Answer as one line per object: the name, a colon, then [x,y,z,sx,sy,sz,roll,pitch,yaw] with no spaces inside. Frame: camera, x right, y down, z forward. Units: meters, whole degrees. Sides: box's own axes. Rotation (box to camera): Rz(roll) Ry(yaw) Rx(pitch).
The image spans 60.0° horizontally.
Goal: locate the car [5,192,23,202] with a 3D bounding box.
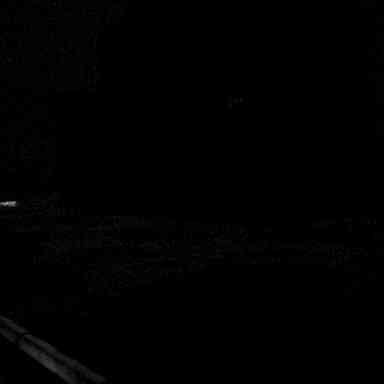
car: [-31.426,0.850,58.713,2.128,1.511,4.902,-4,3,-10]
